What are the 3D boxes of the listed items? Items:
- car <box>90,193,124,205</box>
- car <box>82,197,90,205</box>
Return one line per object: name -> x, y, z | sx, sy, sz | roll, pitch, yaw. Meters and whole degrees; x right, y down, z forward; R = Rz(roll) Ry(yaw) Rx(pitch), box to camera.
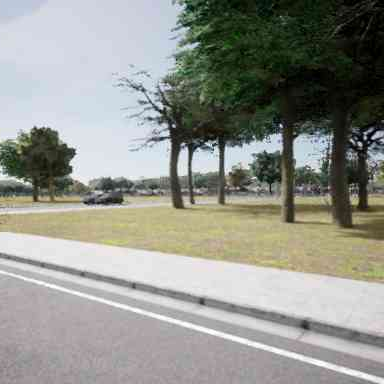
car -> -14.525, 1.277, 58.750 | 2.150, 2.045, 5.566 | -1, 0, 36
car -> -17.200, 1.307, 60.574 | 2.150, 2.045, 5.566 | -1, 0, 36
